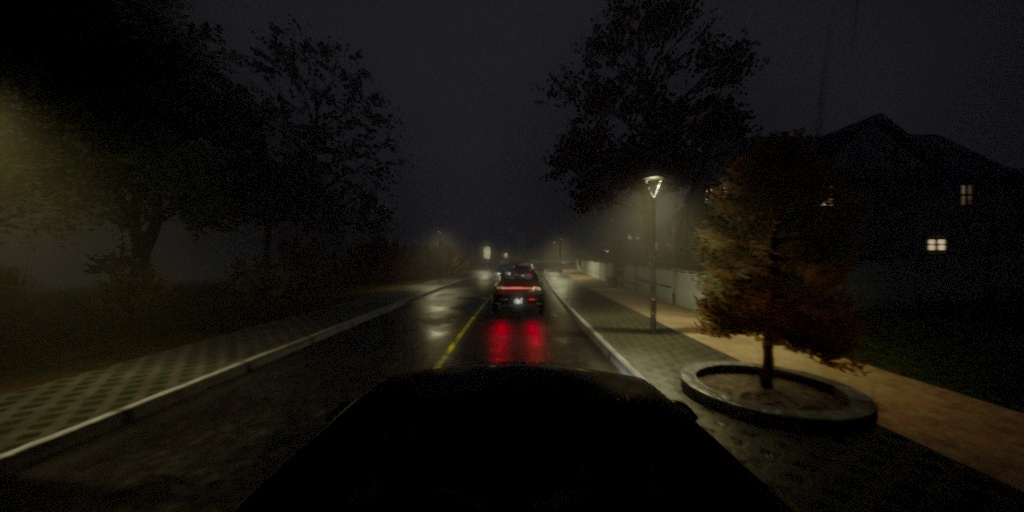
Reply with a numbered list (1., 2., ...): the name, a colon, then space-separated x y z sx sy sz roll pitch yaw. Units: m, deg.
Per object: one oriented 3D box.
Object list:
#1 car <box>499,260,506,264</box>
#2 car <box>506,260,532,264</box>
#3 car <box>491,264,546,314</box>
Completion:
1. car: -0.702 1.220 44.303 2.033 1.411 5.357 0 0 6
2. car: 0.967 1.221 28.814 2.128 1.511 4.902 0 0 4
3. car: 0.287 1.244 13.888 2.128 1.511 4.902 0 0 2
